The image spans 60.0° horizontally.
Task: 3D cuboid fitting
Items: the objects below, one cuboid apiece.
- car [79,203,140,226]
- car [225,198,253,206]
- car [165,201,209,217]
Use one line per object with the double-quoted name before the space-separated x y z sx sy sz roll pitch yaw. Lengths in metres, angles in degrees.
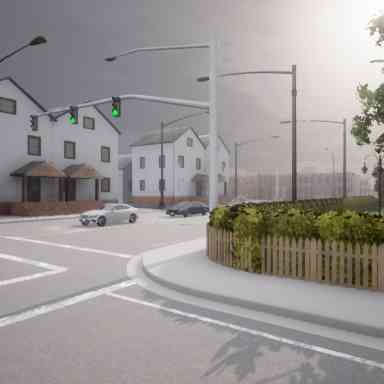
"car" -5.699 1.526 23.451 1.812 1.442 4.674 0 0 35
"car" 5.668 1.491 39.888 2.128 1.511 4.902 0 0 35
"car" -0.210 1.547 31.400 2.033 1.411 5.357 0 0 35
